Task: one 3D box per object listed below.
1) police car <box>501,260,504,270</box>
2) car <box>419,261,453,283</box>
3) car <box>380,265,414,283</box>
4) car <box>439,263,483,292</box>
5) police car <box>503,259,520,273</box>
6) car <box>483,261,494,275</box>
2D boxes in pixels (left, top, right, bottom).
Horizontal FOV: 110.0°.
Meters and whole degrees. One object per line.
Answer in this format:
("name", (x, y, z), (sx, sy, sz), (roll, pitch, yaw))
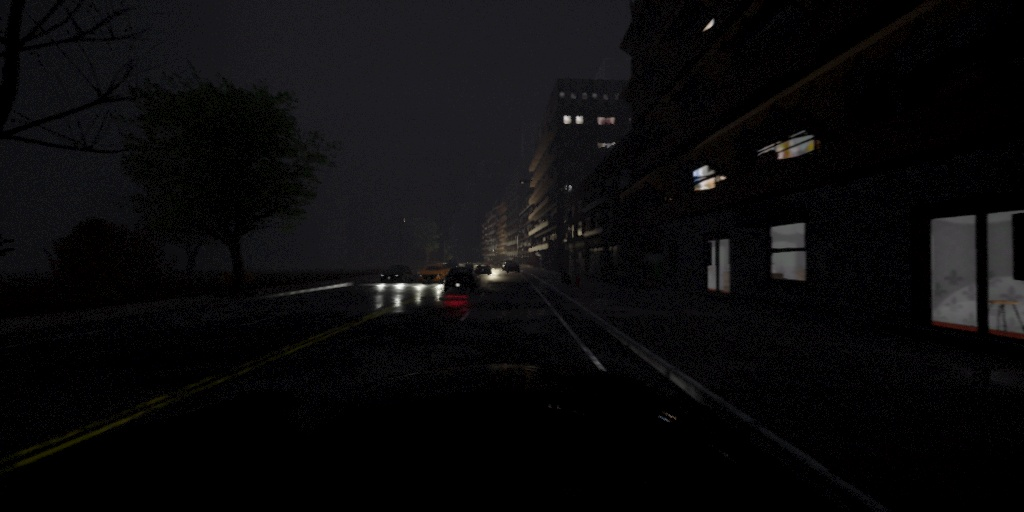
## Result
("police car", (-0.431, 1.731, 62.730), (1.930, 1.638, 5.238), (0, -1, -4))
("car", (-6.721, 1.489, 31.249), (1.882, 1.535, 5.008), (0, -1, -1))
("car", (-9.973, 1.517, 31.383), (1.837, 1.490, 4.892), (0, -1, -1))
("car", (-3.179, 1.447, 23.329), (1.837, 1.490, 4.892), (0, 0, 0))
("police car", (0.146, 1.636, 52.660), (1.930, 1.638, 5.238), (0, -1, -3))
("car", (-3.758, 1.725, 47.292), (1.994, 1.385, 4.181), (0, 0, -2))
